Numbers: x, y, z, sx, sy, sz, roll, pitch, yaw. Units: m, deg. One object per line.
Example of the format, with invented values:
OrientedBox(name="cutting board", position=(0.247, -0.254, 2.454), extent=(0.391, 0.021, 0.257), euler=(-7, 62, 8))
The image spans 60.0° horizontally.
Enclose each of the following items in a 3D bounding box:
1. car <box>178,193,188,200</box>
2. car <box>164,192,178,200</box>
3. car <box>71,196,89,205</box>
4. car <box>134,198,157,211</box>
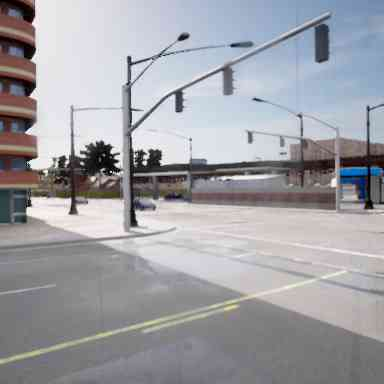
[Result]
OrientedBox(name="car", position=(-0.289, 1.043, 72.636), extent=(3.806, 1.475, 1.970), euler=(-1, 1, -35))
OrientedBox(name="car", position=(-4.266, 0.900, 76.852), extent=(4.611, 1.667, 2.242), euler=(-1, 1, -35))
OrientedBox(name="car", position=(-19.205, 1.478, 57.042), extent=(1.812, 1.442, 4.674), euler=(-1, 0, -36))
OrientedBox(name="car", position=(-5.916, 1.447, 39.113), extent=(1.812, 1.442, 4.674), euler=(-1, 1, -37))
